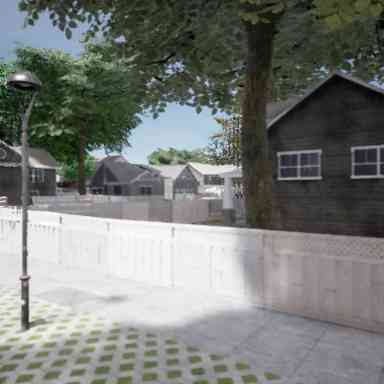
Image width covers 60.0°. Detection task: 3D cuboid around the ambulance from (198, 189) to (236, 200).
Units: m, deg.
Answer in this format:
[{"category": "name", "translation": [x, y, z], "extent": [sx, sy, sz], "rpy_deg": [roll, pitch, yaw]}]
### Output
[{"category": "ambulance", "translation": [3.209, 0.794, 42.543], "extent": [2.351, 2.431, 6.366], "rpy_deg": [0, 0, 35]}]
